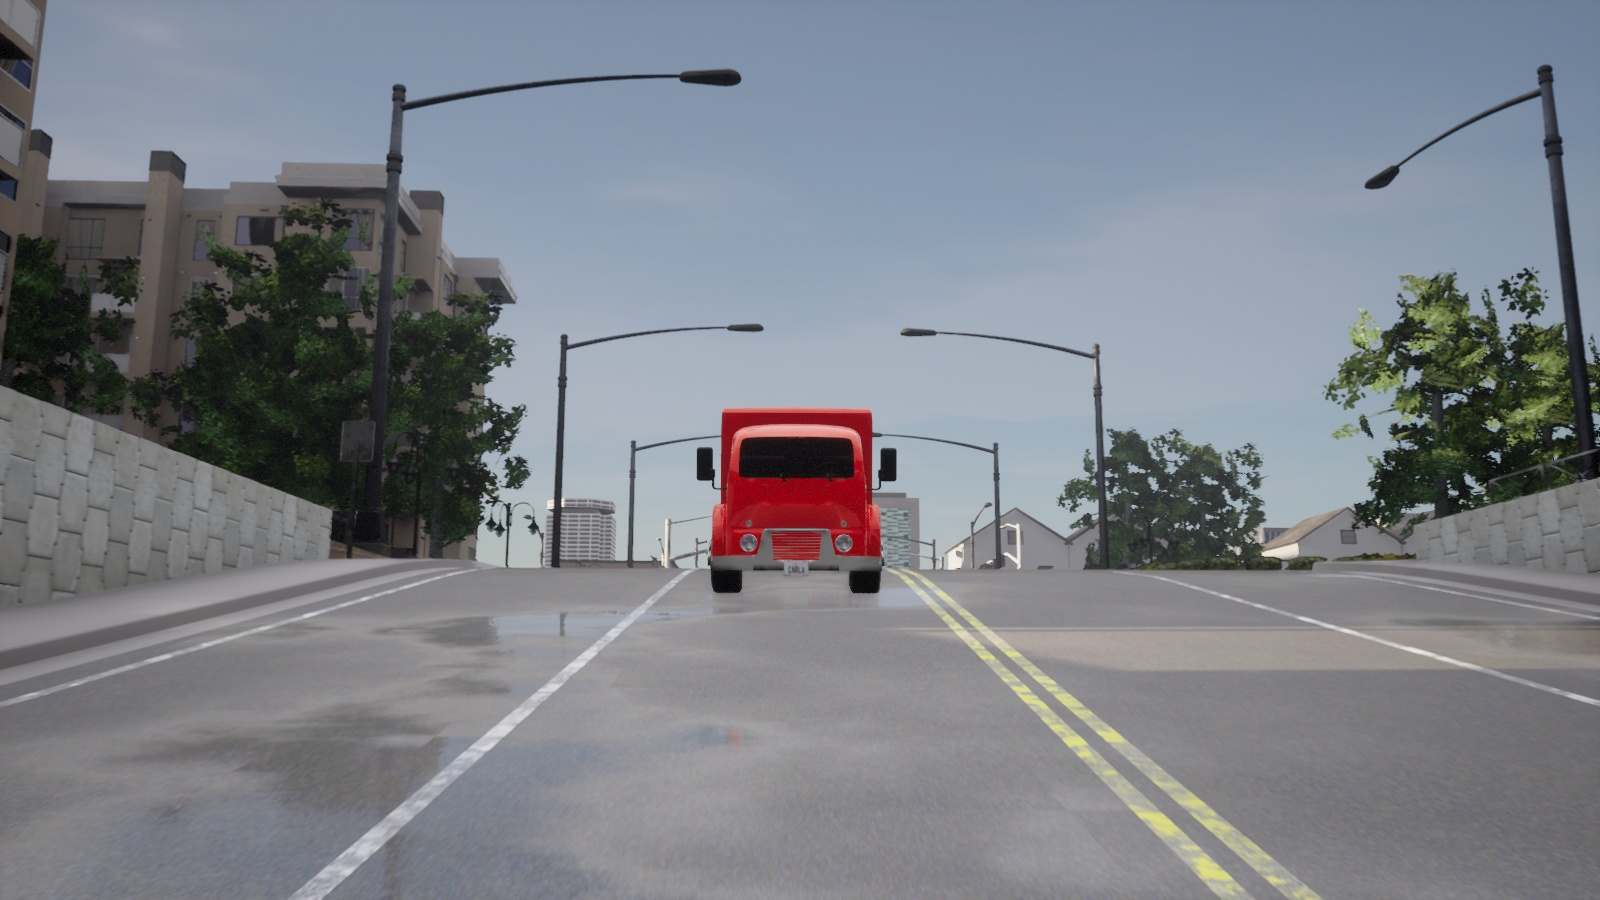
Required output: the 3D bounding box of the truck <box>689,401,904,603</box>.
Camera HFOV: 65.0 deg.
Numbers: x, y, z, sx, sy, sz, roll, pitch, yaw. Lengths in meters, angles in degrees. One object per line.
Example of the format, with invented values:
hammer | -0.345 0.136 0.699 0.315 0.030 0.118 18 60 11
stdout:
truck | -0.047 0.681 18.004 2.627 2.467 5.204 0 -1 0
